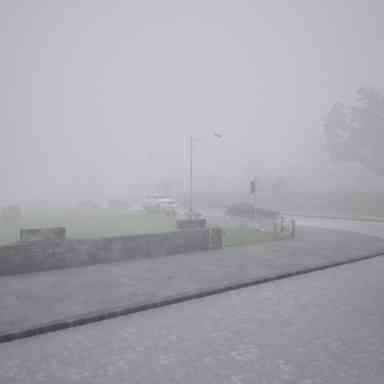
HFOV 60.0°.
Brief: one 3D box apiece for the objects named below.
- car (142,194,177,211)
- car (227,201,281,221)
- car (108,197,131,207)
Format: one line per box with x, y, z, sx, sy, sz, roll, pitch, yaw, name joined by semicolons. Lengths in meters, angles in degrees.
-3.942;1.232;39.769;2.150;2.045;5.566;0;0;-36;car
4.996;1.485;27.233;1.882;1.535;5.008;0;0;-36;car
-10.846;1.484;49.501;1.882;1.535;5.008;0;0;-35;car
